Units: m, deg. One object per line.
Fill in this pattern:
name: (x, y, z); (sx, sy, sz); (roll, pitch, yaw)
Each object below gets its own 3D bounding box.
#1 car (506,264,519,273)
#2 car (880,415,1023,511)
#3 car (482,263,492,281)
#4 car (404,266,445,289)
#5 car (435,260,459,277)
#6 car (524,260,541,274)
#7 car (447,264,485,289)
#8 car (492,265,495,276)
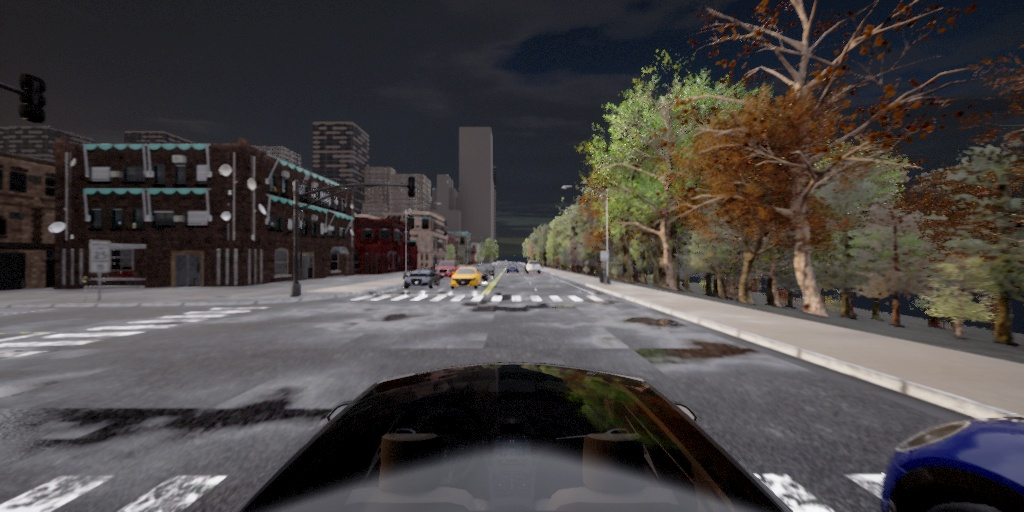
car: (0.101, 2.030, 57.472); (1.812, 1.442, 4.674); (0, -1, 0)
car: (3.350, 1.083, 0.319); (2.097, 1.767, 4.553); (0, -1, 0)
car: (-3.350, 1.729, 36.658); (1.837, 1.490, 4.892); (0, -1, 0)
car: (-6.601, 1.654, 26.763); (1.994, 1.385, 4.181); (0, -1, 0)
car: (-6.599, 1.452, 37.150); (2.150, 2.045, 5.566); (0, -1, 0)
car: (3.355, 1.714, 56.627); (2.150, 2.045, 5.566); (0, -1, 0)
car: (-3.351, 1.571, 26.968); (1.882, 1.535, 5.008); (0, -1, 0)
car: (-3.337, 1.714, 46.896); (2.097, 1.767, 4.553); (0, -1, 0)
